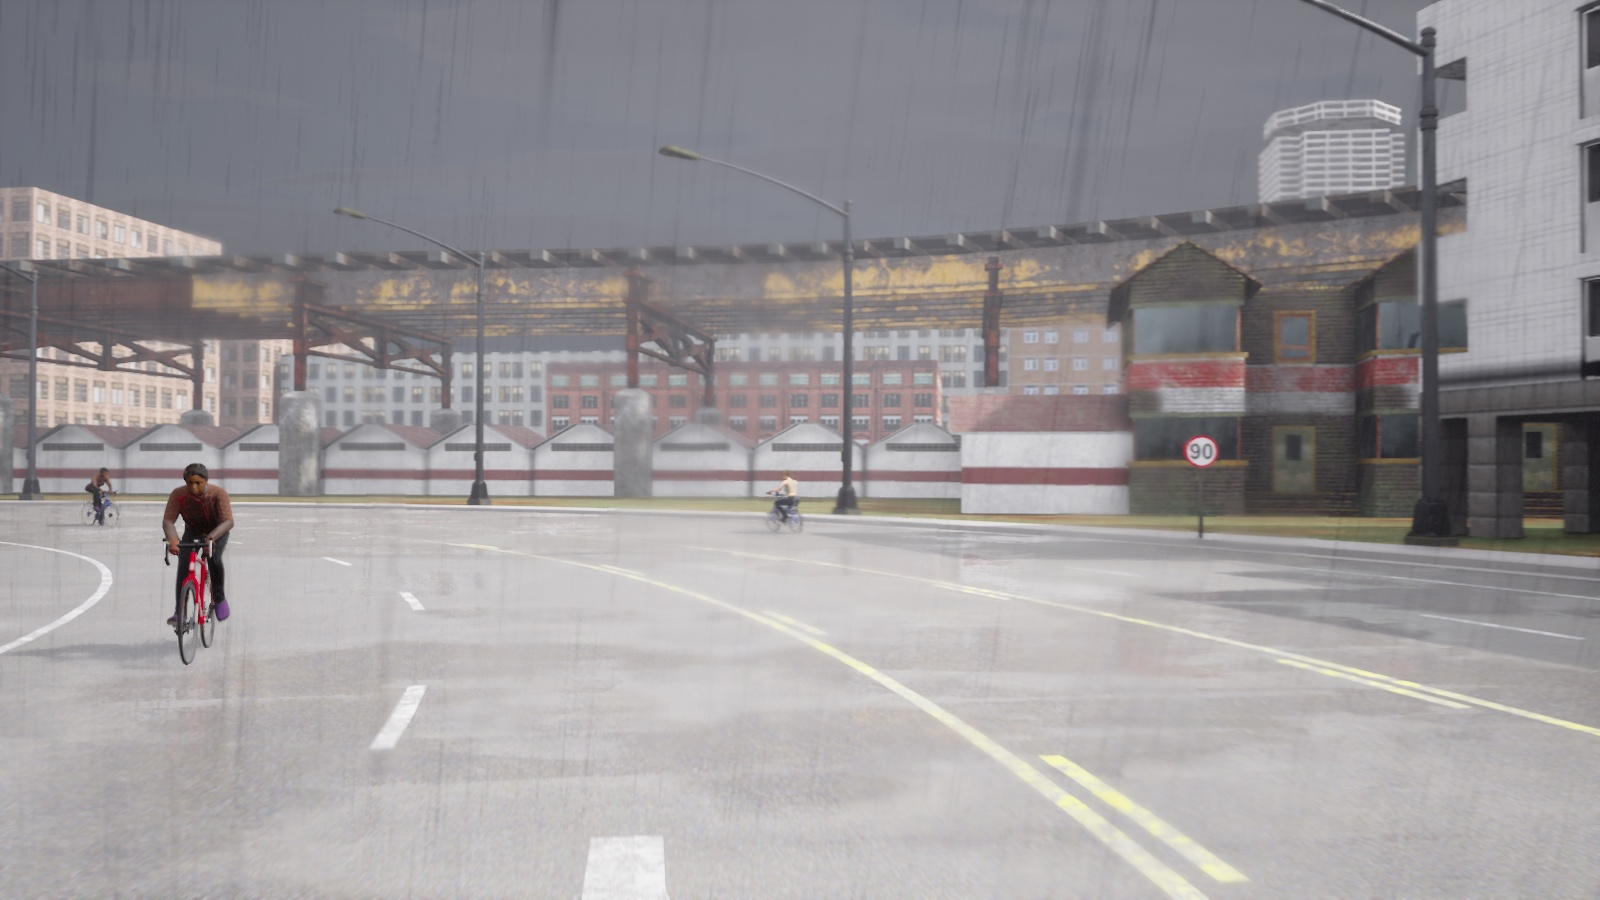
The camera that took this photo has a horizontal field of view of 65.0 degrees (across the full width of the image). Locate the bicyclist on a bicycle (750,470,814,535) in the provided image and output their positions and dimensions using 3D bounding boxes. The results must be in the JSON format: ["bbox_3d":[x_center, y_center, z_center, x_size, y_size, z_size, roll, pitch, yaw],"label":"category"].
[{"bbox_3d":[-0.471,1.322,32.077,0.866,1.612,1.509,0,-1,-38],"label":"bicyclist on a bicycle"}]

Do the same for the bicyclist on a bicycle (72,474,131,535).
[{"bbox_3d":[-19.106,1.467,34.343,1.656,1.620,0.582,0,-1,28],"label":"bicyclist on a bicycle"}]

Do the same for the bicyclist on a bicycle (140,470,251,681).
[{"bbox_3d":[-5.056,0.980,10.584,0.582,1.620,1.656,0,-1,-17],"label":"bicyclist on a bicycle"}]
